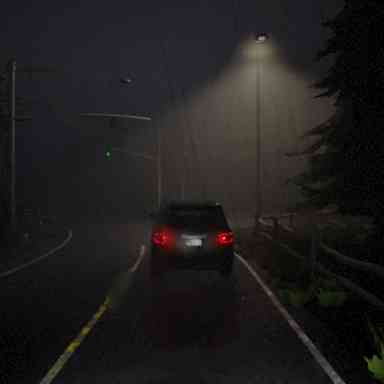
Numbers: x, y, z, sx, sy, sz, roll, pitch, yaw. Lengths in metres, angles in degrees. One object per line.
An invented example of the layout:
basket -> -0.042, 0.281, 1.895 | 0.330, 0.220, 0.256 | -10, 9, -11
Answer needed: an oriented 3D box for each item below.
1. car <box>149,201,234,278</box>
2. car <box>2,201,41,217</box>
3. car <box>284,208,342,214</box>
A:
car -> -0.159, 1.285, 10.557 | 2.150, 2.045, 5.566 | 0, 0, -5
car -> -17.192, 1.694, 33.349 | 4.892, 1.490, 1.837 | 0, 0, 30
car -> 10.709, 1.796, 29.683 | 4.718, 1.301, 1.895 | 0, 0, 0
